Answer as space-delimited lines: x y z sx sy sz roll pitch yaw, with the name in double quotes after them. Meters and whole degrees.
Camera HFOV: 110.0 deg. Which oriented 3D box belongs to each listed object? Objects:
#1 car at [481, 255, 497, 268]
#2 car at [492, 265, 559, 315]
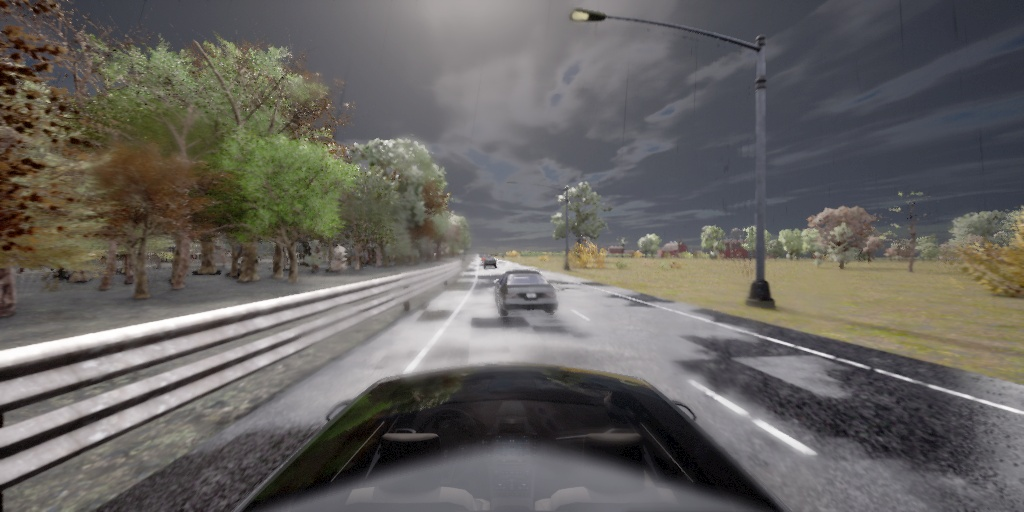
-3.302 0.972 53.450 1.837 1.490 4.892 0 0 -5 "car"
0.362 1.237 13.276 2.033 1.411 5.357 0 0 -5 "car"
